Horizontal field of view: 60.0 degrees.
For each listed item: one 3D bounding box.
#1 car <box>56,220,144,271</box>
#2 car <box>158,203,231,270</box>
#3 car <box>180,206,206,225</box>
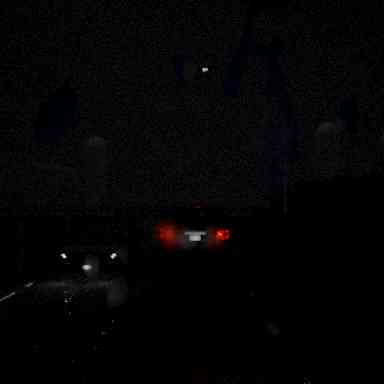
[{"bbox_3d":[-2.859,1.704,11.722,2.033,1.411,5.357,0,-1,0],"label":"car"},{"bbox_3d":[0.083,1.379,11.740,2.150,2.045,5.566,0,-1,0],"label":"car"},{"bbox_3d":[0.076,2.003,29.345,2.033,1.411,5.357,0,-1,0],"label":"car"}]
